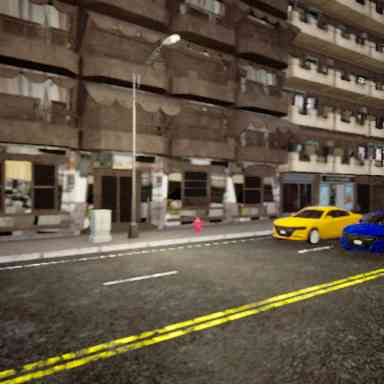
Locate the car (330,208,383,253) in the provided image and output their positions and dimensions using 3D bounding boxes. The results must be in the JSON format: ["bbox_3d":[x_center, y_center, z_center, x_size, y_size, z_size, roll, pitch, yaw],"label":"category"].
[{"bbox_3d":[7.789,1.458,12.828,5.008,1.535,1.882,0,0,-34],"label":"car"}]

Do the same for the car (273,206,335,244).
[{"bbox_3d":[5.943,1.436,15.504,5.008,1.535,1.882,0,0,-34],"label":"car"}]
